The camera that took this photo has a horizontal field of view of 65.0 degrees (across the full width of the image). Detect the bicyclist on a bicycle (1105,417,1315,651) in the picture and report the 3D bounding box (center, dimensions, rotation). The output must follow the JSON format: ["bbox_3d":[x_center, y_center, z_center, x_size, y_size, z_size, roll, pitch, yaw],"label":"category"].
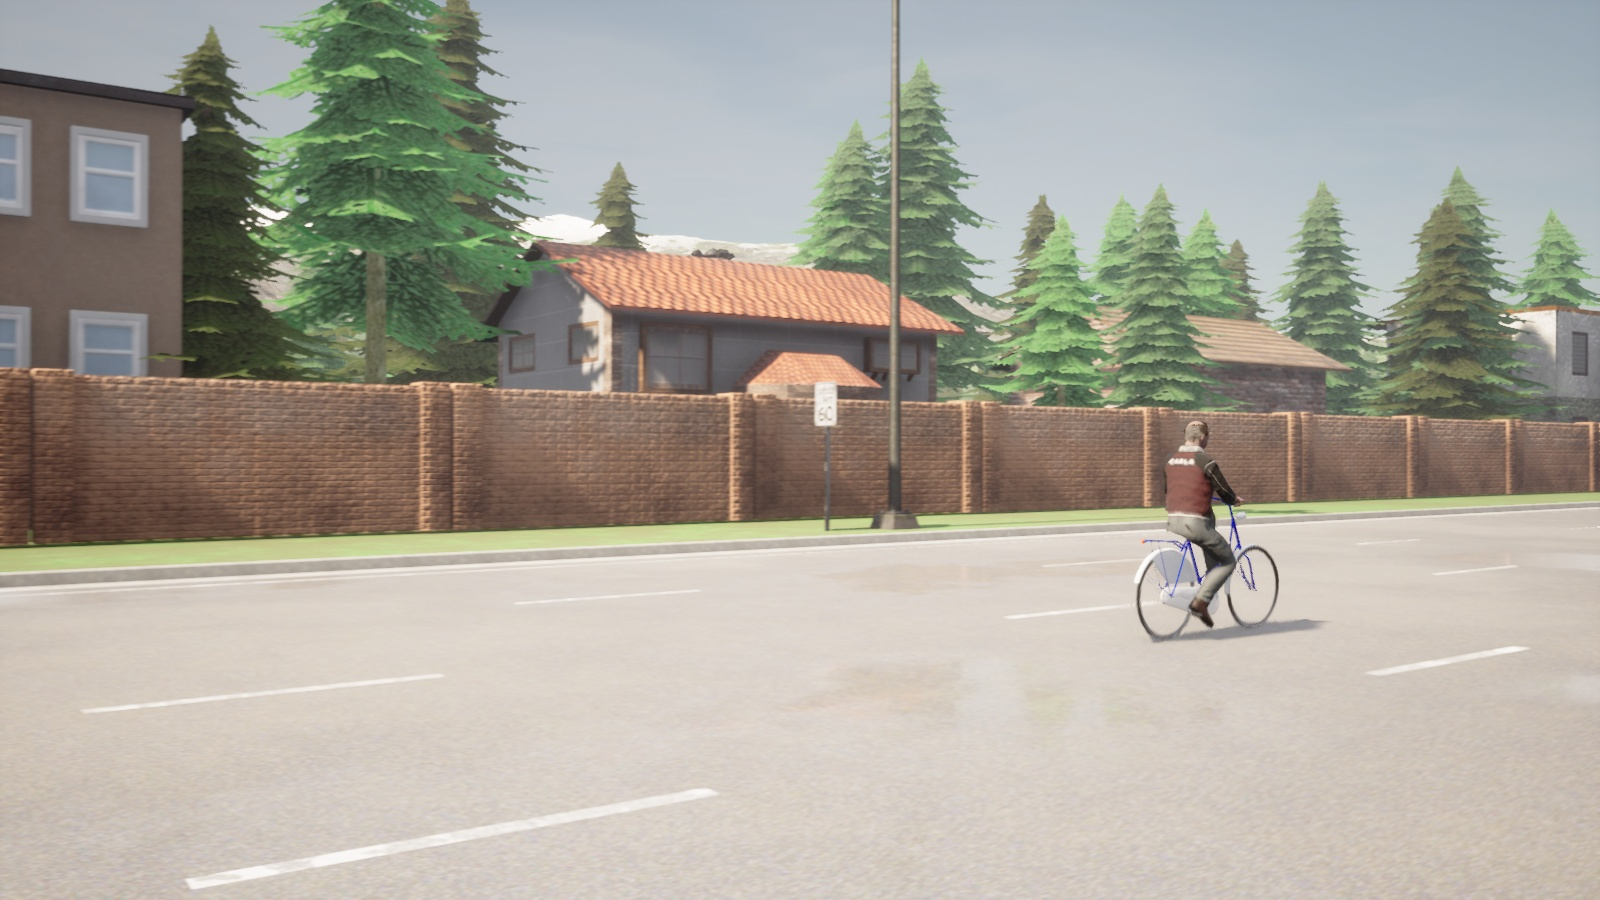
[{"bbox_3d":[3.386,0.634,10.303,1.843,1.776,0.659,0,0,-35],"label":"bicyclist on a bicycle"}]
